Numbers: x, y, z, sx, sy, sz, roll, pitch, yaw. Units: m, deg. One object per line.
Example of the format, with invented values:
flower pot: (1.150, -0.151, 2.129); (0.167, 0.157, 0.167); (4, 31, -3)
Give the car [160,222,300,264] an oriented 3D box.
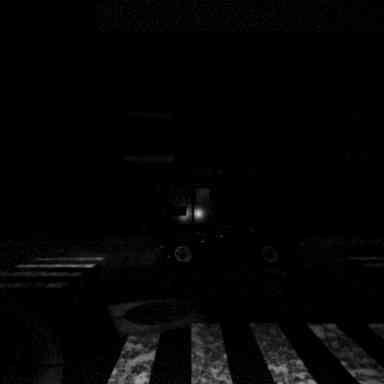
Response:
car: (1.230, 1.754, 11.898); (4.718, 1.301, 1.895); (0, -1, 0)
